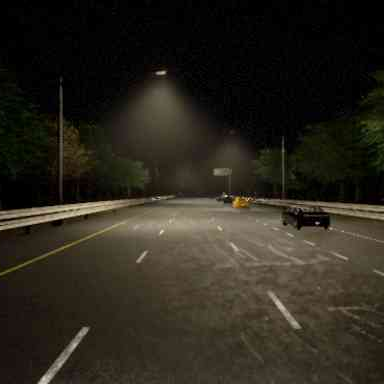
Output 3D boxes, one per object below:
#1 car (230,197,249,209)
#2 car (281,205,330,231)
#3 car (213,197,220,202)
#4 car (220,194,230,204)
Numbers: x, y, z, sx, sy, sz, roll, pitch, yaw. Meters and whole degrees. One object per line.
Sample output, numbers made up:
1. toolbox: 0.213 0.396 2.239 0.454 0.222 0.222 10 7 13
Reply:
1. car: 7.110 1.658 48.722 1.882 1.535 5.008 0 -1 0
2. car: 7.015 1.549 20.984 2.128 1.511 4.902 0 0 0
3. car: 7.389 1.925 88.300 1.895 1.301 4.718 0 0 1
4. car: 7.219 1.751 67.227 1.837 1.490 4.892 0 0 0
